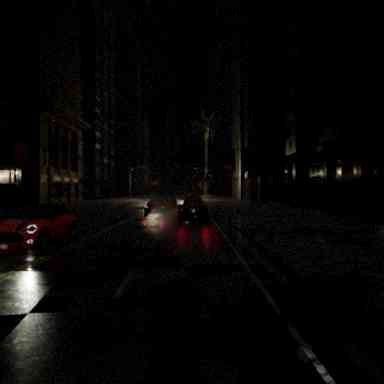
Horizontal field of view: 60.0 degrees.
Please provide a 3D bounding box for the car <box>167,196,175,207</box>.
[{"bbox_3d":[-3.166,1.343,48.099,1.812,1.442,4.674,0,0,0],"label":"car"}]

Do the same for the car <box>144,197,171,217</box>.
[{"bbox_3d":[-3.160,1.411,29.980,1.812,1.442,4.674,0,0,0],"label":"car"}]

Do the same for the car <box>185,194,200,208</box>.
[{"bbox_3d":[0.085,1.175,46.642,2.097,1.767,4.553,0,0,0],"label":"car"}]

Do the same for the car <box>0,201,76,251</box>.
[{"bbox_3d":[-6.506,1.297,13.757,2.097,1.767,4.553,0,0,0],"label":"car"}]

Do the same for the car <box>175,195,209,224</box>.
[{"bbox_3d":[0.092,1.259,23.857,2.097,1.767,4.553,0,0,0],"label":"car"}]
